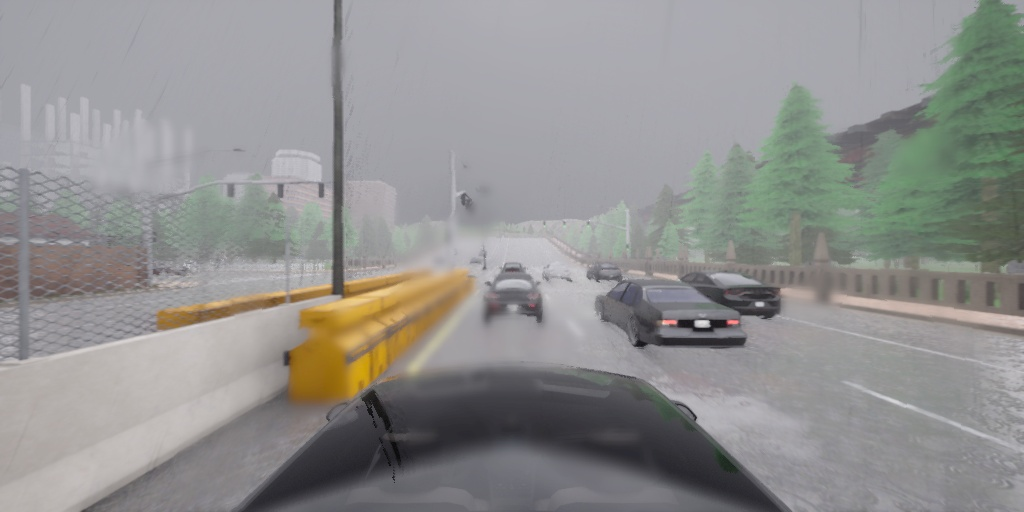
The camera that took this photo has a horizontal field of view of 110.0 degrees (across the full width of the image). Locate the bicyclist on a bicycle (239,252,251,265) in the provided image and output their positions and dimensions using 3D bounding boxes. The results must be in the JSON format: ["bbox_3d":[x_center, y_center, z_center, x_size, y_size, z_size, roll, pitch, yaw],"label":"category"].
[{"bbox_3d":[-31.273,0.189,42.007,0.582,1.656,1.620,-28,-33,-5],"label":"bicyclist on a bicycle"}]

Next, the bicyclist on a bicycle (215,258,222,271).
[{"bbox_3d":[-36.199,1.041,44.267,0.582,1.620,1.656,0,0,-35],"label":"bicyclist on a bicycle"}]

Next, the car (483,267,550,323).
[{"bbox_3d":[0.066,1.274,12.045,1.812,1.442,4.674,0,0,0],"label":"car"}]

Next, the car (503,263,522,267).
[{"bbox_3d":[0.071,1.251,27.932,1.837,1.490,4.892,0,1,0],"label":"car"}]

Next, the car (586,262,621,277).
[{"bbox_3d":[7.071,1.237,27.874,2.128,1.511,4.902,0,0,0],"label":"car"}]

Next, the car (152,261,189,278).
[{"bbox_3d":[-32.445,1.221,32.734,5.008,1.535,1.882,1,0,2],"label":"car"}]

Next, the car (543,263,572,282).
[{"bbox_3d":[3.575,1.270,28.877,1.812,1.442,4.674,0,0,0],"label":"car"}]

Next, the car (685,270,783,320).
[{"bbox_3d":[7.069,1.226,12.678,1.882,1.535,5.008,0,0,0],"label":"car"}]

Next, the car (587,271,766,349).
[{"bbox_3d":[3.545,1.296,9.151,2.033,1.411,5.357,0,0,1],"label":"car"}]
